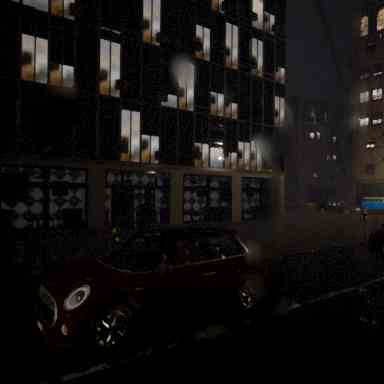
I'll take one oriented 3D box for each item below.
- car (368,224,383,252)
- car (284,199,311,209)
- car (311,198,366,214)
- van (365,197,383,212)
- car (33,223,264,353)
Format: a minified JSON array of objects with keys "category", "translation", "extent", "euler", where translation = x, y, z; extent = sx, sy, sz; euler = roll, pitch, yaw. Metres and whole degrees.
[{"category":"car","translation":[8.440,1.567,12.566],"extent":[4.313,1.339,1.947],"euler":[0,1,-35]},{"category":"car","translation":[15.739,1.787,48.873],"extent":[1.752,1.417,4.829],"euler":[0,-1,-35]},{"category":"car","translation":[15.282,1.620,34.841],"extent":[2.008,1.369,4.403],"euler":[0,-1,-35]},{"category":"van","translation":[22.168,1.525,39.619],"extent":[1.690,1.788,3.998],"euler":[0,-1,-35]},{"category":"car","translation":[-0.636,1.441,6.091],"extent":[4.097,1.590,1.967],"euler":[0,1,-35]}]
